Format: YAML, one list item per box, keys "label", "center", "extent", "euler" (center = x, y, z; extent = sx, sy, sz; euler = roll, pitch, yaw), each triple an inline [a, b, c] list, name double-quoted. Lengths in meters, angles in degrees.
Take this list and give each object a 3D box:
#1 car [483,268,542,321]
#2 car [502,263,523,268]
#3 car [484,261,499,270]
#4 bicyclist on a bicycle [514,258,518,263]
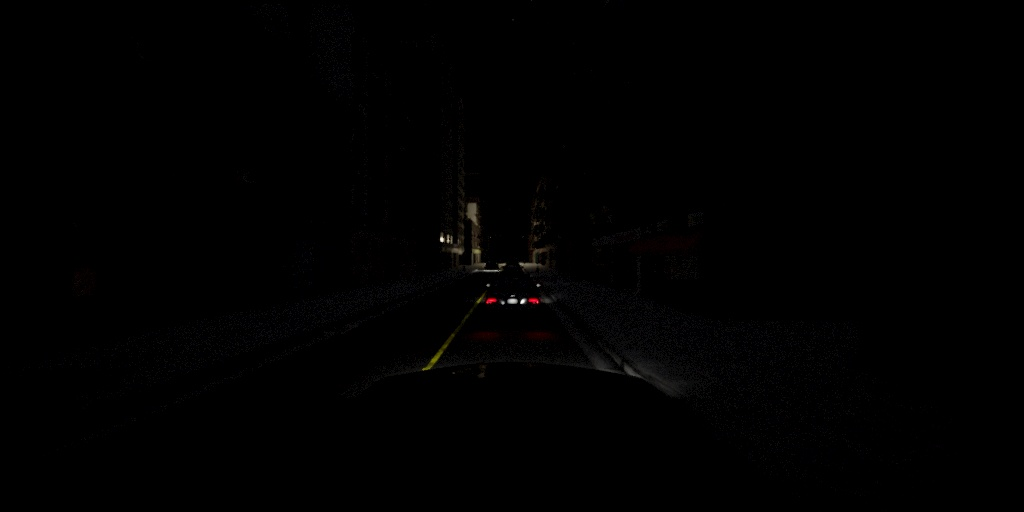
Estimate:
- label: "car"
  center: [0.038, 1.330, 12.637]
  extent: [2.033, 1.411, 5.357]
  euler: [0, 0, 1]
- label: "car"
  center: [0.060, 1.362, 32.610]
  extent: [1.812, 1.442, 4.674]
  euler: [0, 0, 0]
- label: "car"
  center: [-3.097, 1.461, 55.289]
  extent: [1.994, 1.385, 4.181]
  euler: [0, 0, 0]
- label: "bicyclist on a bicycle"
  center: [0.792, 1.289, 63.766]
  extent: [0.659, 1.776, 1.843]
  euler: [0, 0, 0]
